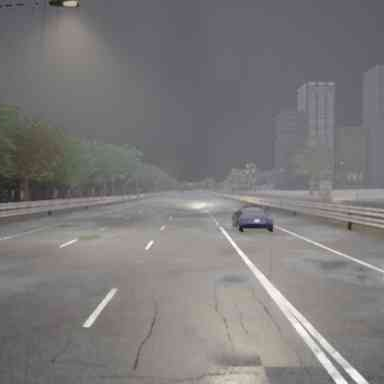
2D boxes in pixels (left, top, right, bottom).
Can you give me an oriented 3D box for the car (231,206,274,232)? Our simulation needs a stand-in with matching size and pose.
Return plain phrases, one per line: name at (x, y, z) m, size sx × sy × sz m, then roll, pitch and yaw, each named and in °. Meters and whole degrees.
car at (3.495, 1.482, 19.664) m, size 1.994 × 1.385 × 4.181 m, roll 0°, pitch 0°, yaw 1°
